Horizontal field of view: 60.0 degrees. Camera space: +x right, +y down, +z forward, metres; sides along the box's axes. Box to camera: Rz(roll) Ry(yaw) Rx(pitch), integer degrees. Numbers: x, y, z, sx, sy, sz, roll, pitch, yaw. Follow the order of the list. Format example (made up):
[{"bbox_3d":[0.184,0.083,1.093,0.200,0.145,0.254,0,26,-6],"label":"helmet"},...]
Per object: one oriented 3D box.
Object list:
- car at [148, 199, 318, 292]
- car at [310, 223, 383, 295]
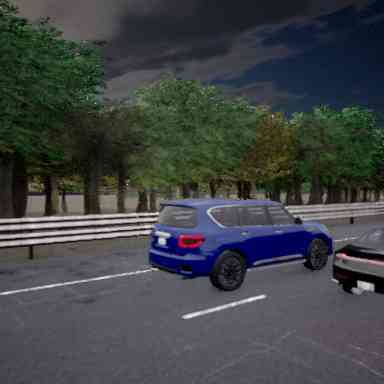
[{"bbox_3d":[1.500,1.201,9.116,5.566,2.045,2.150,0,0,-36],"label":"car"},{"bbox_3d":[5.094,1.464,7.382,4.902,1.511,2.128,0,0,-36],"label":"car"}]
